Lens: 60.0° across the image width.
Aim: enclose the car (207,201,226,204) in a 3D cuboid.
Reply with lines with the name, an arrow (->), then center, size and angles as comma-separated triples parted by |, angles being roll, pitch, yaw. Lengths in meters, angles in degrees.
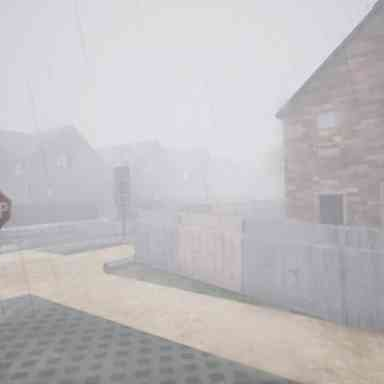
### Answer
car -> 2.068, 1.395, 25.013 | 1.994, 1.385, 4.181 | -2, -1, 36
